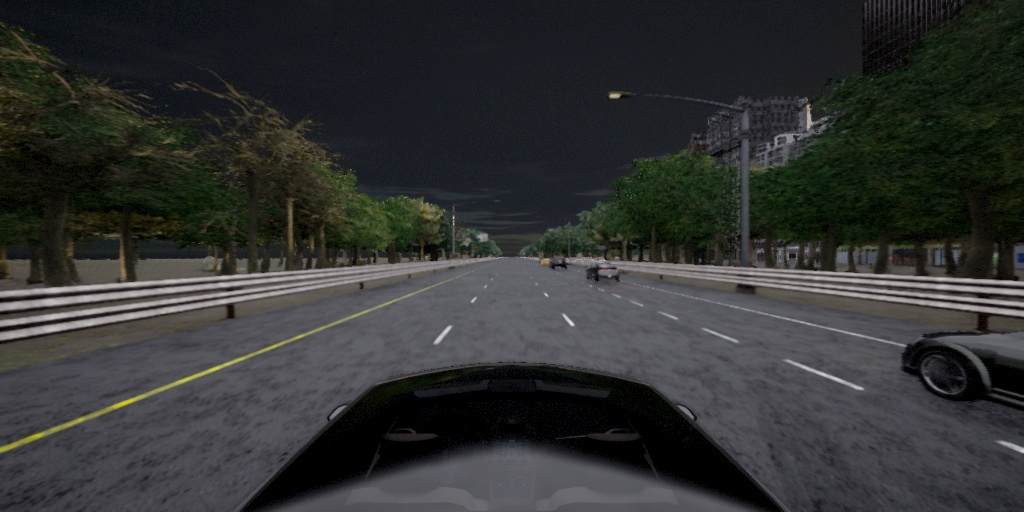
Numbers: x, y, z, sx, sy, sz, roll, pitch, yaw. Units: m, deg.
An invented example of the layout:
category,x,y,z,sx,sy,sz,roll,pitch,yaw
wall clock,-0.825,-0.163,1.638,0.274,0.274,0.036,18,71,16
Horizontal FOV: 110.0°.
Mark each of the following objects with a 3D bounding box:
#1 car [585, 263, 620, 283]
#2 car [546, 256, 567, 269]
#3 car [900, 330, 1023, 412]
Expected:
category,x,y,z,sx,sy,sz,roll,pitch,yaw
car,7.022,1.250,28.191,2.128,1.511,4.902,0,0,0
car,7.047,0.987,55.262,2.150,2.045,5.566,0,0,0
car,7.000,1.320,3.757,1.994,1.385,4.181,0,0,0
